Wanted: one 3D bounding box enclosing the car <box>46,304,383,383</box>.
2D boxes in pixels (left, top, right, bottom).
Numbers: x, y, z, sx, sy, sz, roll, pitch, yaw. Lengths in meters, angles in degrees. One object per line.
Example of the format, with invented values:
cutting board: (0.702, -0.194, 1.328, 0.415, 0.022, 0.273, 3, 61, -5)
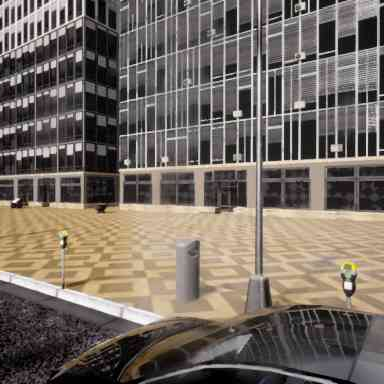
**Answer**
car: (0.735, 1.566, 2.345, 4.313, 1.339, 1.947, 0, 0, 35)
